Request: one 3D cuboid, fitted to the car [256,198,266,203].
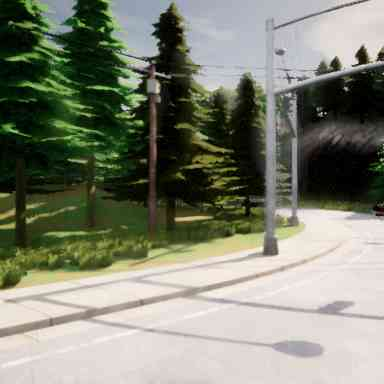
[{"bbox_3d":[8.651,1.493,42.247,2.033,1.411,5.357,0,0,-32],"label":"car"}]

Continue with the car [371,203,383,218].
[{"bbox_3d":[16.331,1.429,26.735,1.882,1.535,5.008,0,0,3],"label":"car"}]
